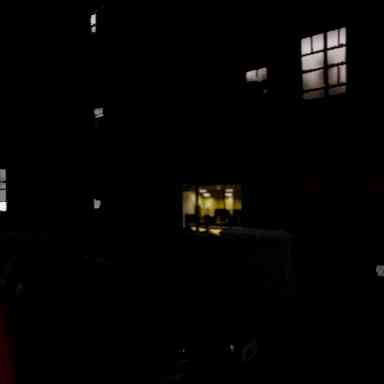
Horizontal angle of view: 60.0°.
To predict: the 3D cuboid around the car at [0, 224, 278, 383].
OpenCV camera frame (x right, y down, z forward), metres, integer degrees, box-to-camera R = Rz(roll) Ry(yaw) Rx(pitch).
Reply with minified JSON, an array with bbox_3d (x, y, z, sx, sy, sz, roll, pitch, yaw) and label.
[{"bbox_3d":[-1.502,1.319,3.964,5.009,1.841,2.192,0,-1,35],"label":"car"}]
